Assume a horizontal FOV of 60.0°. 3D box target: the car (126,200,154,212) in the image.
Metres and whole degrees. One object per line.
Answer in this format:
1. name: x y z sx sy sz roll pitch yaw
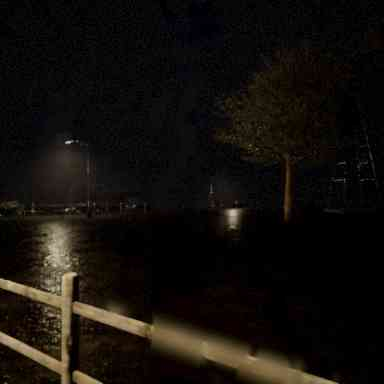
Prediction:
1. car: -7.797 2.064 49.839 2.097 1.767 4.553 -2 -2 36

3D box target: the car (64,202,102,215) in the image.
1. car: -13.605 2.033 41.738 2.128 1.511 4.902 -2 -2 36

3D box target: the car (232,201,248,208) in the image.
1. car: 9.756 2.625 67.980 1.994 1.385 4.181 -2 -2 36

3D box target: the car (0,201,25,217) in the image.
1. car: -19.508 1.727 33.513 2.097 1.767 4.553 -2 -2 36
